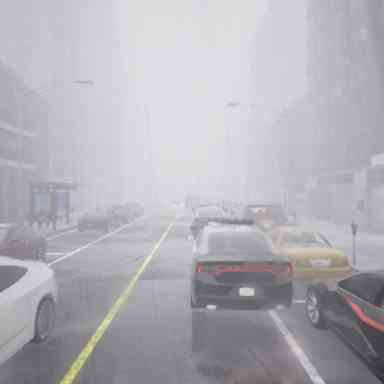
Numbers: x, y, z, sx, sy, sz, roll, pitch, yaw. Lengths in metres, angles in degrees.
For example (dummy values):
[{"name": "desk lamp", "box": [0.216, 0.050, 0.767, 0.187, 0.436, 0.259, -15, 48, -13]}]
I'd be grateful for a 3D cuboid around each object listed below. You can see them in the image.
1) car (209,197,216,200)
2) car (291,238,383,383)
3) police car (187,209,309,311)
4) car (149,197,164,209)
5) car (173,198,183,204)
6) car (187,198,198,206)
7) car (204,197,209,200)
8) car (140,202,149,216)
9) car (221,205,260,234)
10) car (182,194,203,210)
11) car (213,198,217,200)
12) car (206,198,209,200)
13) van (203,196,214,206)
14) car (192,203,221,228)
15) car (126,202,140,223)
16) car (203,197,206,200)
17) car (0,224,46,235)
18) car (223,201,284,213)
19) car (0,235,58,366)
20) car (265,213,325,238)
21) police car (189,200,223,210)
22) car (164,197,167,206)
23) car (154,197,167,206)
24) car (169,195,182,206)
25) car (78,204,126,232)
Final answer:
[{"name": "car", "box": [2.913, 1.546, 31.684, 1.967, 1.590, 4.097, 0, 0, 0]}, {"name": "car", "box": [2.865, 1.580, 4.066, 1.947, 1.339, 4.313, 0, 0, 0]}, {"name": "police car", "box": [0.913, 1.454, 8.084, 1.930, 1.638, 5.238, 0, 0, 0]}, {"name": "car", "box": [-5.584, 1.743, 48.261, 1.802, 1.307, 4.206, 0, 0, 0]}, {"name": "car", "box": [-2.881, 1.830, 68.949, 1.895, 1.301, 4.718, 0, 0, 0]}, {"name": "car", "box": [0.103, 1.799, 59.406, 1.895, 1.301, 4.718, 0, 0, 0]}, {"name": "car", "box": [2.932, 1.693, 42.731, 2.008, 1.369, 4.403, 0, 0, 0]}, {"name": "car", "box": [-5.613, 1.672, 31.686, 1.947, 1.339, 4.313, 0, 0, 0]}, {"name": "car", "box": [2.894, 1.595, 20.807, 1.752, 1.417, 4.829, 0, 0, 0]}, {"name": "car", "box": [0.095, 1.376, 46.213, 2.150, 2.045, 5.566, 0, 0, 0]}, {"name": "car", "box": [2.903, 1.528, 26.161, 1.967, 1.590, 4.097, 0, 0, 0]}, {"name": "car", "box": [2.923, 1.675, 37.208, 2.008, 1.369, 4.403, 0, 0, 0]}, {"name": "van", "box": [2.961, 1.539, 59.303, 1.690, 1.788, 3.998, 0, 0, 0]}, {"name": "car", "box": [0.941, 1.586, 23.973, 1.837, 1.490, 4.892, 0, 0, 0]}, {"name": "car", "box": [-5.623, 1.654, 26.161, 1.947, 1.339, 4.313, 0, 0, 0]}, {"name": "car", "box": [2.942, 1.727, 48.254, 1.947, 1.339, 4.313, 0, 0, 0]}, {"name": "car", "box": [-5.651, 1.615, 9.586, 1.802, 1.307, 4.206, 0, 0, 0]}, {"name": "car", "box": [2.884, 1.366, 15.114, 2.192, 1.841, 5.009, 0, 0, 0]}, {"name": "car", "box": [-3.107, 1.539, 3.744, 1.812, 1.442, 4.674, 0, 0, 0]}, {"name": "car", "box": [2.875, 1.559, 9.760, 1.752, 1.417, 4.829, 0, 0, 0]}, {"name": "police car", "box": [0.931, 1.487, 18.083, 1.930, 1.638, 5.238, 0, 0, 0]}, {"name": "car", "box": [-5.575, 1.745, 53.786, 1.947, 1.339, 4.313, 0, 0, 0]}, {"name": "car", "box": [-5.565, 1.638, 59.312, 1.967, 1.590, 4.097, 0, 0, 0]}, {"name": "car", "box": [-2.938, 1.745, 59.000, 2.033, 1.411, 5.357, 0, 0, 1]}, {"name": "car", "box": [-5.632, 1.614, 20.636, 1.887, 1.381, 4.507, 0, 0, 0]}]
